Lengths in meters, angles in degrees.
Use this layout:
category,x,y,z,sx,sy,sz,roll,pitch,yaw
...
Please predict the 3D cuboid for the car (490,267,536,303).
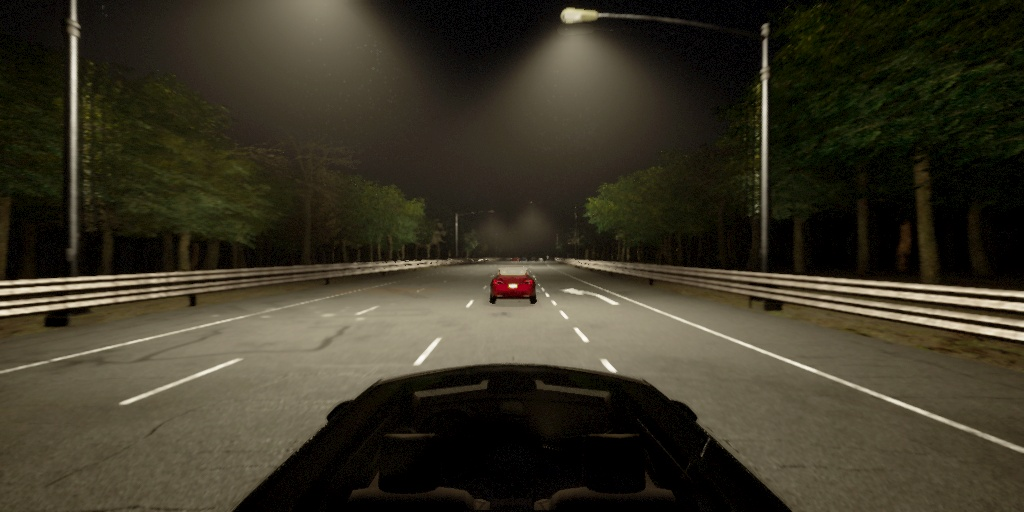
category,x,y,z,sx,sy,sz,roll,pitch,yaw
car,0.060,1.233,16.633,2.163,1.488,4.792,0,0,0
